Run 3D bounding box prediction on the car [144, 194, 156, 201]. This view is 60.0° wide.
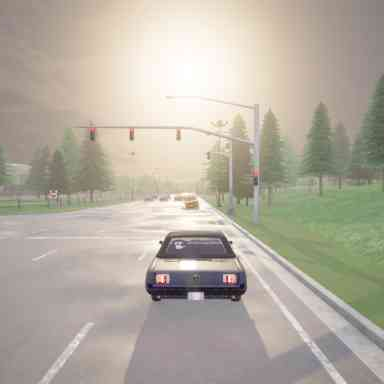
[{"bbox_3d":[-10.344,1.531,80.564,2.033,1.411,5.357,0,0,0],"label":"car"}]

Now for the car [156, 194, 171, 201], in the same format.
[{"bbox_3d":[-6.844,1.531,80.557,2.033,1.411,5.357,0,0,0],"label":"car"}]

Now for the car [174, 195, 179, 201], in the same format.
[{"bbox_3d":[-3.343,1.545,80.967,1.994,1.385,4.181,0,0,0],"label":"car"}]

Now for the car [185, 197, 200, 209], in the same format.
[{"bbox_3d":[0.091,1.591,49.921,2.033,1.411,5.357,0,2,0],"label":"car"}]

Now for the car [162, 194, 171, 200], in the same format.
[{"bbox_3d":[-6.824,1.372,90.977,2.033,1.411,5.357,0,0,0],"label":"car"}]

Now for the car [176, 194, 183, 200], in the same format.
[{"bbox_3d":[-3.324,1.357,90.971,1.812,1.442,4.674,0,0,0],"label":"car"}]

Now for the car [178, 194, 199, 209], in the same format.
[{"bbox_3d":[-0.285,1.060,46.532,1.882,1.535,5.008,-11,16,-5],"label":"car"}]

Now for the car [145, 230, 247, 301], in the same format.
[{"bbox_3d":[0.095,1.601,8.256,1.895,1.301,4.718,0,0,0],"label":"car"}]

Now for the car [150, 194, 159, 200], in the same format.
[{"bbox_3d":[-10.324,1.332,90.984,1.837,1.490,4.892,0,0,0],"label":"car"}]
